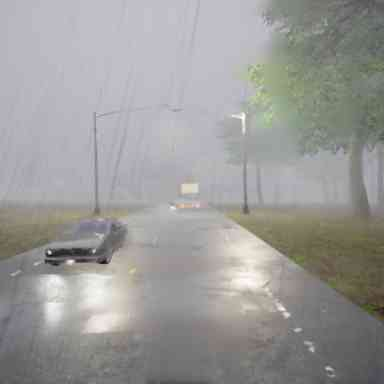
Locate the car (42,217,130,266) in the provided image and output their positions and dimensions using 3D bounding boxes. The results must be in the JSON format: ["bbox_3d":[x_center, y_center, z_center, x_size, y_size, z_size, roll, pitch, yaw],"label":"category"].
[{"bbox_3d":[-3.628,1.692,12.542,2.033,1.411,5.357,-1,0,0],"label":"car"}]

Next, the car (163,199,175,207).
[{"bbox_3d":[-3.909,1.841,56.148,1.895,1.301,4.718,-1,0,0],"label":"car"}]

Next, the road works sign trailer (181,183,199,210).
[{"bbox_3d":[-0.241,0.566,44.034,2.380,3.560,2.880,-1,0,-1],"label":"road works sign trailer"}]
